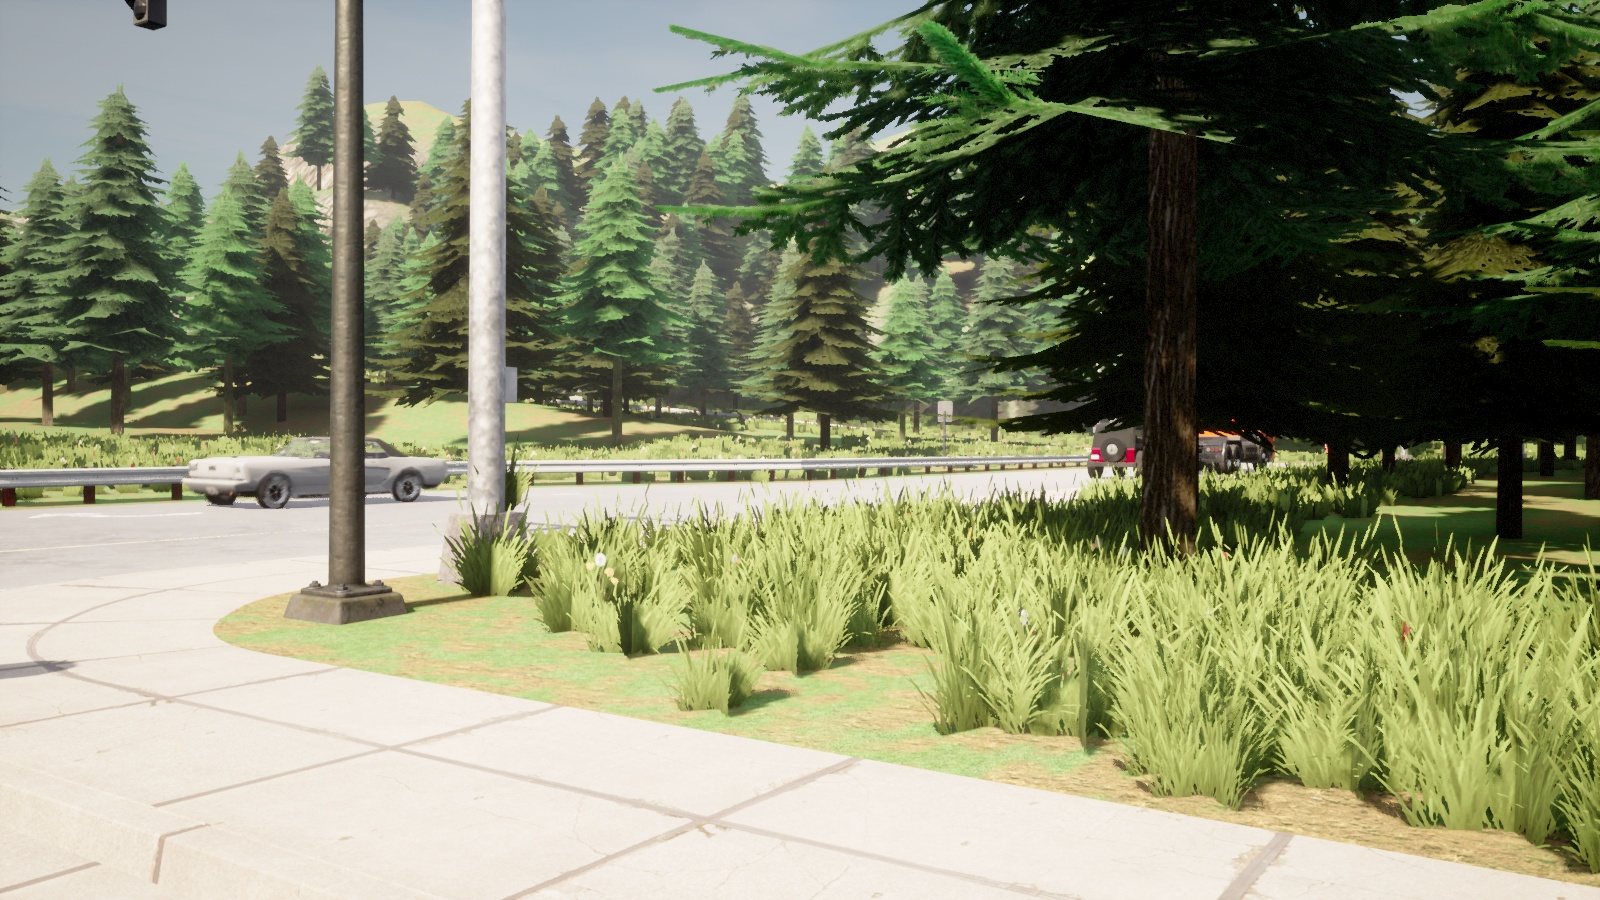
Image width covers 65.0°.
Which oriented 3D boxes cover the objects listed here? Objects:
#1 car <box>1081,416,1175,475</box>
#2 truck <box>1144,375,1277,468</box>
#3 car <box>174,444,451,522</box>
[{"bbox_3d":[11.144,-0.181,42.538,1.905,1.878,3.866,0,1,34],"label":"car"},{"bbox_3d":[16.632,-1.117,50.478,2.891,3.462,7.936,0,1,35],"label":"truck"},{"bbox_3d":[-9.214,0.559,24.135,1.895,1.301,4.718,0,1,34],"label":"car"}]
